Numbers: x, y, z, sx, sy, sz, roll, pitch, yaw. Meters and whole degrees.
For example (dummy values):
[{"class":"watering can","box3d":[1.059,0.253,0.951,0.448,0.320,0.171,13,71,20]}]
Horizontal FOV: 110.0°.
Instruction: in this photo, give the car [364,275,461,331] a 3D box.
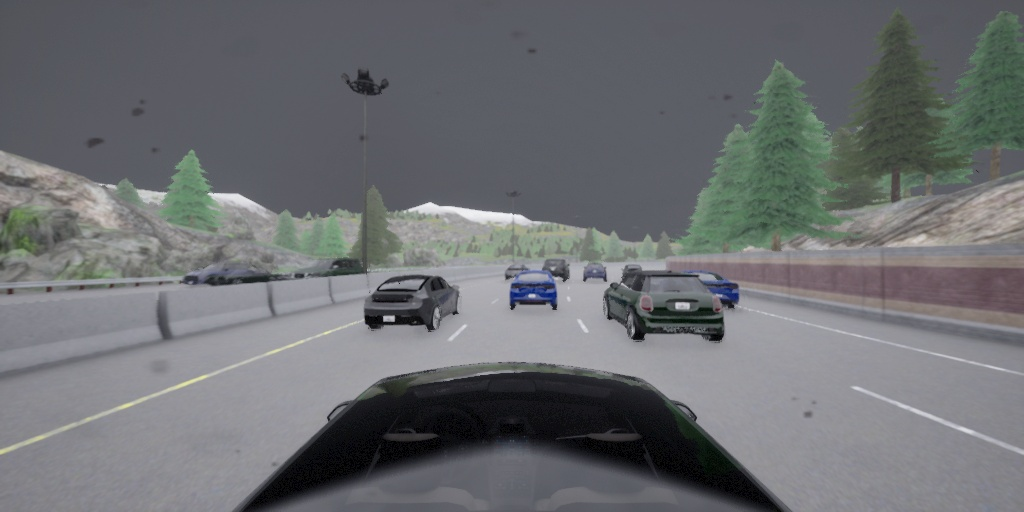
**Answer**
[{"class":"car","box3d":[-2.911,1.346,11.391,1.837,1.490,4.892,0,-1,4]}]

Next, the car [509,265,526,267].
[{"class":"car","box3d":[0.659,1.557,33.887,2.128,1.511,4.902,0,-1,13]}]

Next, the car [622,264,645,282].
[{"class":"car","box3d":[11.715,1.592,34.766,1.837,1.490,4.892,0,-1,15]}]

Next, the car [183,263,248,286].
[{"class":"car","box3d":[-22.248,1.327,27.455,2.097,1.767,4.553,0,-1,10]}]

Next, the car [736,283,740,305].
[{"class":"car","box3d":[8.075,1.377,15.951,1.882,1.535,5.008,0,-1,6]}]

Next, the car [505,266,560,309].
[{"class":"car","box3d":[1.026,1.367,15.853,1.882,1.535,5.008,0,-1,6]}]

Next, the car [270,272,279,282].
[{"class":"car","box3d":[-15.199,1.531,27.436,2.033,1.411,5.357,0,-1,10]}]

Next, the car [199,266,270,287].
[{"class":"car","box3d":[-19.027,1.562,25.681,1.895,1.301,4.718,0,-1,9]}]

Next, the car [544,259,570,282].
[{"class":"car","box3d":[4.217,1.291,33.838,2.150,2.045,5.566,0,-1,14]}]

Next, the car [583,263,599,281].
[{"class":"car","box3d":[8.026,1.432,34.462,2.097,1.767,4.553,0,-1,14]}]

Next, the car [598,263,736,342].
[{"class":"car","box3d":[4.035,1.191,10.324,2.097,1.767,4.553,0,-1,4]}]

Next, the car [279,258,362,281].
[{"class":"car","box3d":[-12.228,1.173,23.919,2.150,2.045,5.566,0,0,9]}]
